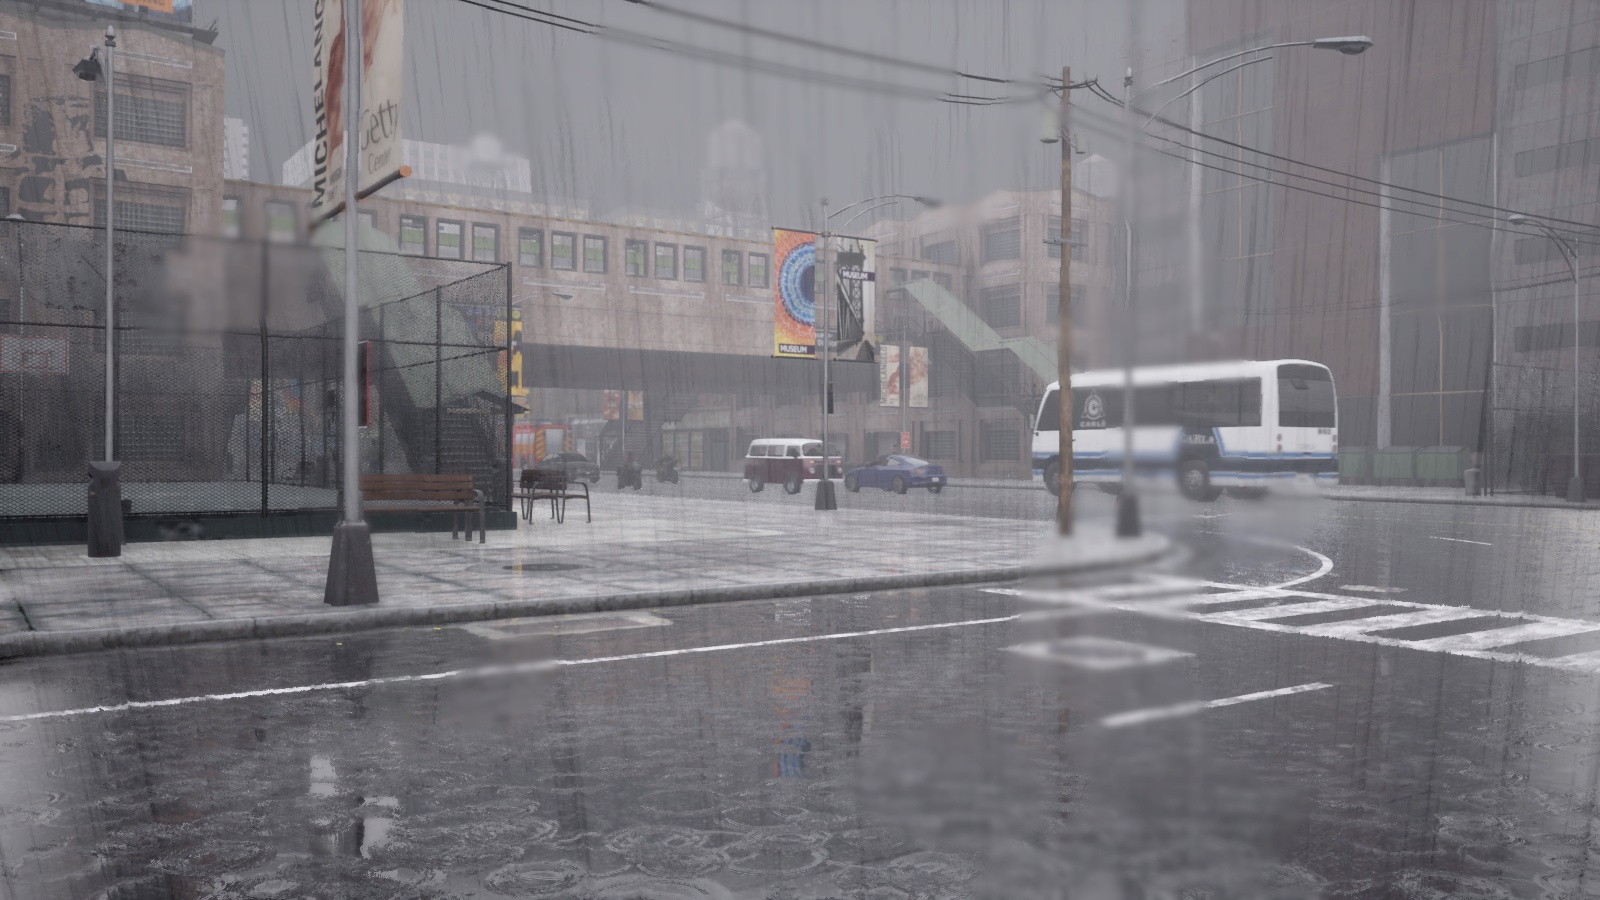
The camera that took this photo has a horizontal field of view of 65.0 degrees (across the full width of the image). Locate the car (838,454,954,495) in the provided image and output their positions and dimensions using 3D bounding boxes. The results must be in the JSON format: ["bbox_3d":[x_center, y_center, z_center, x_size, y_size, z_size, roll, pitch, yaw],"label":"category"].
[{"bbox_3d":[3.519,0.878,46.847,1.812,1.442,4.674,0,0,-34],"label":"car"}]

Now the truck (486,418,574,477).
[{"bbox_3d":[-18.595,-0.170,86.039,2.891,3.827,8.468,0,0,-34],"label":"truck"}]

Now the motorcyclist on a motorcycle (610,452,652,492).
[{"bbox_3d":[-6.663,0.862,49.411,0.797,1.523,2.044,0,0,-34],"label":"motorcyclist on a motorcycle"}]

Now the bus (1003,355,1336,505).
[{"bbox_3d":[11.665,-0.556,41.043,3.944,4.253,10.273,0,0,-34],"label":"bus"}]

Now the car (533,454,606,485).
[{"bbox_3d":[-11.633,0.929,63.155,1.837,1.490,4.892,0,0,-34],"label":"car"}]

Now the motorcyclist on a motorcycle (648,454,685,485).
[{"bbox_3d":[-6.588,0.945,61.867,0.866,1.530,2.191,0,0,-34],"label":"motorcyclist on a motorcycle"}]

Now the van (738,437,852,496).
[{"bbox_3d":[-0.240,0.582,46.159,2.069,2.038,4.480,0,0,-34],"label":"van"}]
